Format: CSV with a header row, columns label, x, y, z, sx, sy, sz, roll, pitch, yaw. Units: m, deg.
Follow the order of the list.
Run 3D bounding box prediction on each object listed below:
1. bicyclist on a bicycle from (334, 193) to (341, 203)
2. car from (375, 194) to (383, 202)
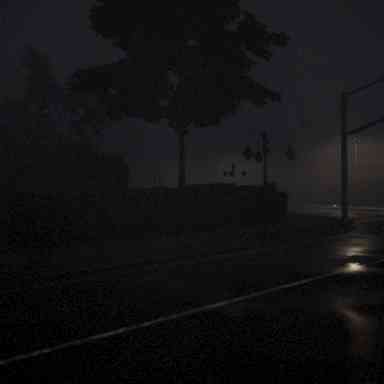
label,x,y,z,sx,sy,sz,roll,pitch,yaw
bicyclist on a bicycle,22.331,0.919,51.178,1.656,1.620,0.582,-7,-6,-37
car,29.906,0.727,49.534,2.242,1.667,4.611,-1,0,-35
